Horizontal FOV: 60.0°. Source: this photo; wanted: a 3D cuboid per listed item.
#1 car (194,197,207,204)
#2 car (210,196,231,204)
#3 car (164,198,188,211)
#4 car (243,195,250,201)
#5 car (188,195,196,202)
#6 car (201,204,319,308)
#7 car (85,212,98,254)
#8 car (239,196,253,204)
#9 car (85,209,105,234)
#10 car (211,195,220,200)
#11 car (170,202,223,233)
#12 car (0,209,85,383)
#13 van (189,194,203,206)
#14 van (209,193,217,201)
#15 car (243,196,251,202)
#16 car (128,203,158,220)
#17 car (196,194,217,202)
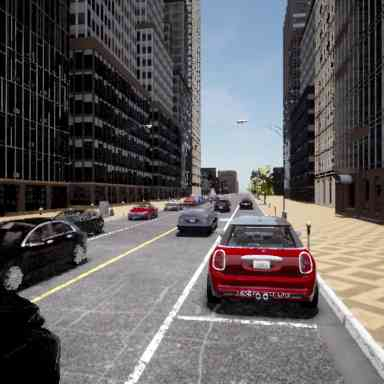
[{"bbox_3d":[1.620,1.550,61.653,1.802,1.307,4.206,0,0,9],"label":"car"},{"bbox_3d":[3.570,1.511,38.767,1.812,1.442,4.674,0,0,9],"label":"car"},{"bbox_3d":[-2.126,1.536,39.194,2.008,1.369,4.403,0,0,9],"label":"car"},{"bbox_3d":[13.658,1.469,82.886,1.752,1.417,4.829,0,0,9],"label":"car"},{"bbox_3d":[-0.253,1.522,50.423,1.887,1.381,4.507,0,0,9],"label":"car"},{"bbox_3d":[1.628,1.352,8.205,2.097,1.767,4.553,0,0,9],"label":"car"},{"bbox_3d":[-4.556,1.504,8.899,1.837,1.490,4.892,0,0,9],"label":"car"},{"bbox_3d":[7.075,1.548,43.417,1.947,1.339,4.313,0,0,9],"label":"car"},{"bbox_3d":[-5.872,1.563,16.736,1.947,1.339,4.313,0,0,9],"label":"car"},{"bbox_3d":[6.303,1.503,89.726,1.947,1.339,4.313,0,0,9],"label":"car"},{"bbox_3d":[0.448,1.544,19.444,2.033,1.411,5.357,0,0,9],"label":"car"},{"bbox_3d":[-2.652,1.222,0.861,2.150,2.045,5.566,0,0,9],"label":"car"},{"bbox_3d":[0.685,1.314,56.038,1.690,1.788,3.998,0,0,9],"label":"van"},{"bbox_3d":[5.368,1.285,84.111,1.690,1.788,3.998,0,0,9],"label":"van"},{"bbox_3d":[12.694,1.533,77.103,1.802,1.307,4.206,0,0,9],"label":"car"},{"bbox_3d":[-3.998,1.574,27.963,1.802,1.307,4.206,0,0,9],"label":"car"},{"bbox_3d":[2.210,1.093,48.857,1.837,1.490,4.892,0,0,9],"label":"car"}]
